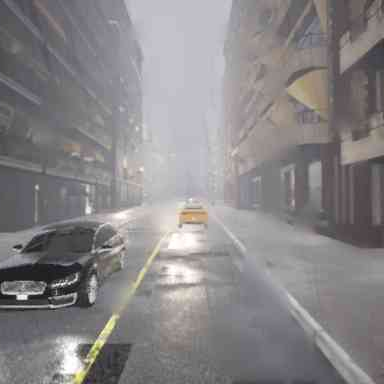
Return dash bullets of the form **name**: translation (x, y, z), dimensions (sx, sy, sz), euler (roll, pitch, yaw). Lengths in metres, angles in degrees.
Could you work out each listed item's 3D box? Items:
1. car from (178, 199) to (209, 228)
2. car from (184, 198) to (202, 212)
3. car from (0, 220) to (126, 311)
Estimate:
- **car**: translation (0.099, 1.494, 22.644), dimensions (1.882, 1.535, 5.008), euler (0, 0, 0)
- **car**: translation (0.096, 1.536, 40.594), dimensions (2.128, 1.511, 4.902), euler (0, 0, 0)
- **car**: translation (-2.849, 1.509, 8.005), dimensions (1.837, 1.490, 4.892), euler (0, 0, 0)
